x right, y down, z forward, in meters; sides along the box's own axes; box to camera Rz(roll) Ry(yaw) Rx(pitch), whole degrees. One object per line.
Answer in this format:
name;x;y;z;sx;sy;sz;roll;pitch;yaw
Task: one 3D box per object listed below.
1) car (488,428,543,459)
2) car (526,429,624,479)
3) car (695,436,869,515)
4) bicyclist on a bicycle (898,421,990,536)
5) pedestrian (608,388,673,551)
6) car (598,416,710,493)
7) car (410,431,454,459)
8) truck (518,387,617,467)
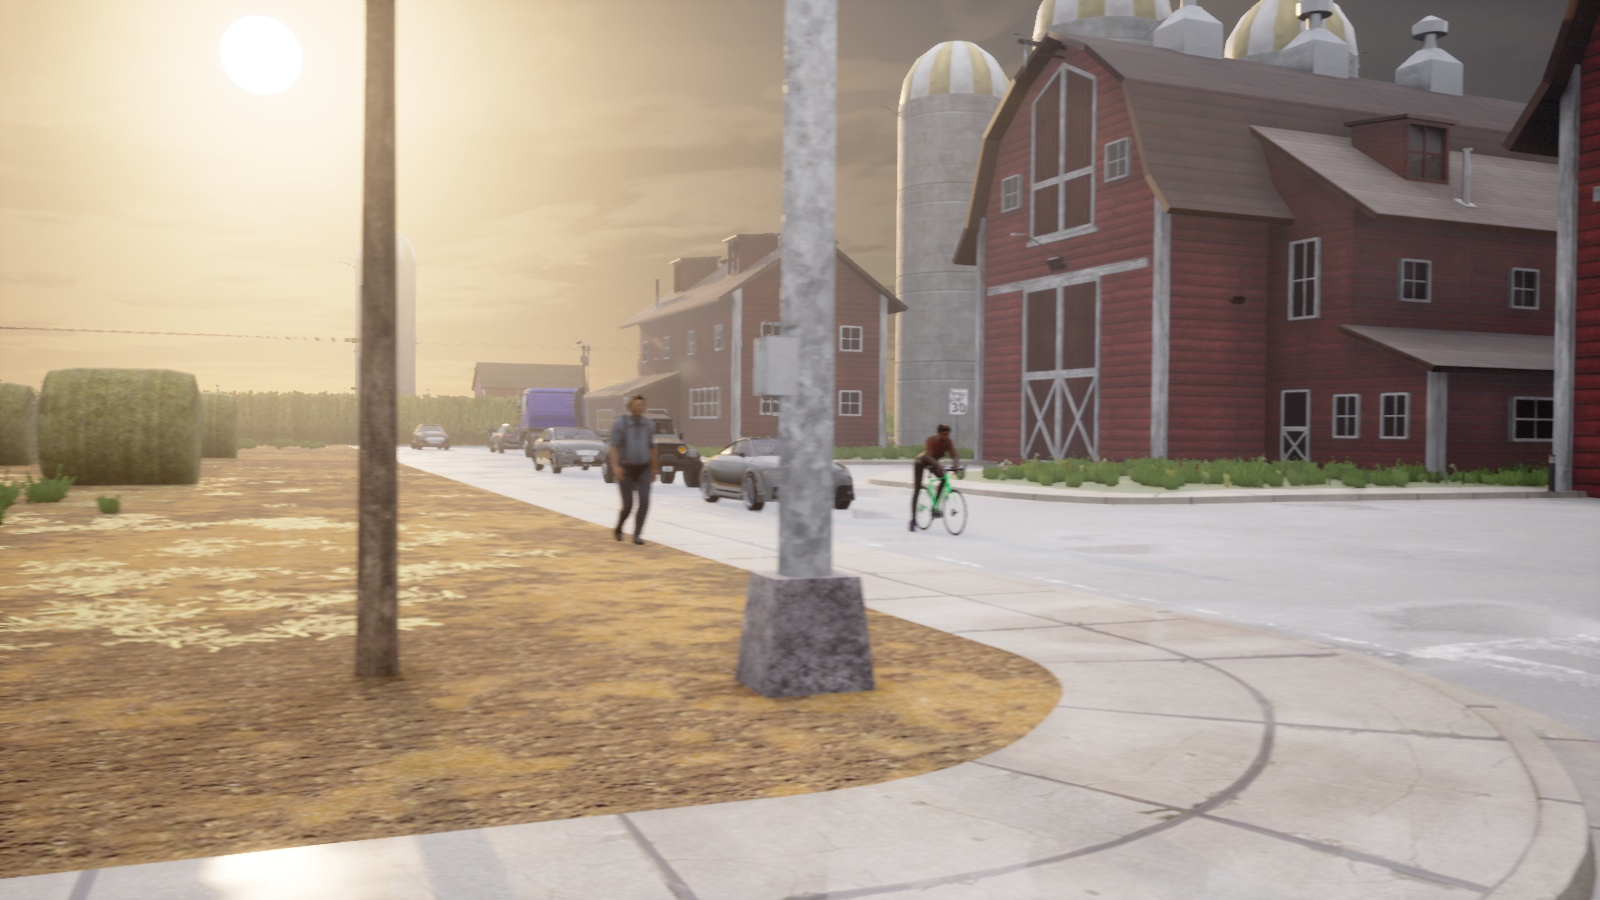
car;-16.095;-0.377;70.902;2.242;1.667;4.611;-1;1;-23
car;-7.517;0.110;41.487;2.128;1.511;4.902;-2;1;-23
car;-0.457;0.434;24.719;1.994;1.385;4.181;-1;1;-23
bicyclist on a bicycle;2.110;0.388;18.610;0.582;1.620;1.656;-2;2;-23
pedestrian;-1.864;0.214;14.604;0.540;1.848;0.694;-1;1;-25
car;-3.895;0.069;32.887;1.905;1.878;3.866;-1;1;-22
car;-23.080;-0.340;78.590;2.033;1.649;4.856;-1;1;-24
truck;-10.980;-1.057;58.713;2.891;3.462;7.936;-1;1;-23
